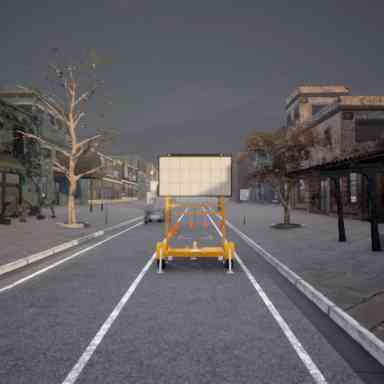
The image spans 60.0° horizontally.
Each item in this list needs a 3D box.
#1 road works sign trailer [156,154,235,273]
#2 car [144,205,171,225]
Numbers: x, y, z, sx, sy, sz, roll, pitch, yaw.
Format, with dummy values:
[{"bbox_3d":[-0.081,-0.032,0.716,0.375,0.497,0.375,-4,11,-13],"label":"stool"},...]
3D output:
[{"bbox_3d":[0.108,0.552,10.922,2.380,3.560,2.880,0,-1,1],"label":"road works sign trailer"},{"bbox_3d":[-2.727,1.822,27.061,2.128,1.511,4.902,0,-1,1],"label":"car"}]
